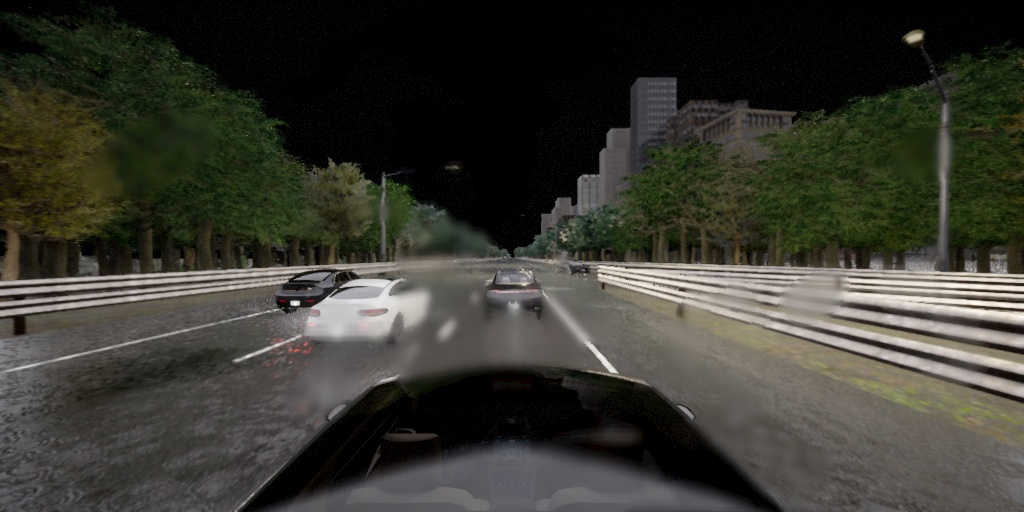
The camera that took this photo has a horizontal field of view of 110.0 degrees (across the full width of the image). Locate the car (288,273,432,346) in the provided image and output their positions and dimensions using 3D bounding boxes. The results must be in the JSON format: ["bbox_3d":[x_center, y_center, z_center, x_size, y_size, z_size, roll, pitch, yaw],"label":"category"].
[{"bbox_3d":[-3.405,1.276,9.301,1.812,1.442,4.674,0,0,0],"label":"car"}]

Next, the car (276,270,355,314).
[{"bbox_3d":[-6.901,1.256,13.839,1.837,1.490,4.892,0,0,0],"label":"car"}]

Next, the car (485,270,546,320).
[{"bbox_3d":[0.095,1.242,12.612,2.128,1.511,4.902,0,0,0],"label":"car"}]

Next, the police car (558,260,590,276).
[{"bbox_3d":[6.465,1.243,38.409,1.930,1.638,5.238,0,0,-15],"label":"police car"}]
